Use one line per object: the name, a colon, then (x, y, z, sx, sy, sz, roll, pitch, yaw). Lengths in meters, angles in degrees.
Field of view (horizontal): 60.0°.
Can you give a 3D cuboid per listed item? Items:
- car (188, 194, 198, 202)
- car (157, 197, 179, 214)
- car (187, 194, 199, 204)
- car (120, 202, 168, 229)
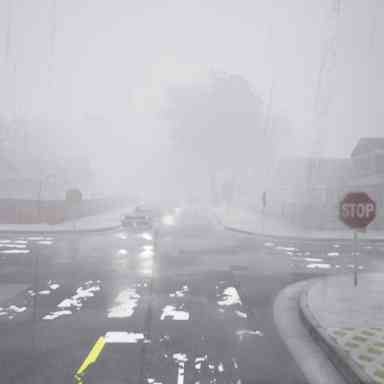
car: (0.244, 1.139, 66.756, 1.994, 1.385, 4.181, 0, 1, 0)
car: (-2.724, 1.384, 33.820, 2.128, 1.511, 4.902, 0, 1, 0)
car: (0.206, 1.170, 56.335, 1.882, 1.535, 5.008, 0, 1, 0)
car: (-3.119, 1.569, 21.684, 1.895, 1.301, 4.718, 0, 0, 6)
